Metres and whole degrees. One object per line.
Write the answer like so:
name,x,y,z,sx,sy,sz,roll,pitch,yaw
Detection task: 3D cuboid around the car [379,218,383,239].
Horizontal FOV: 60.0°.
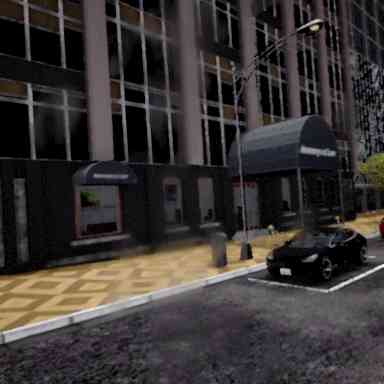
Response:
car,11.831,1.478,17.851,5.009,1.841,2.192,-1,-4,-43

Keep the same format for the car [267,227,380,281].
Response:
car,4.217,1.847,10.858,4.313,1.339,1.947,-1,-4,-43
